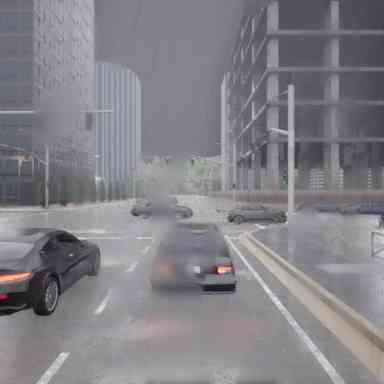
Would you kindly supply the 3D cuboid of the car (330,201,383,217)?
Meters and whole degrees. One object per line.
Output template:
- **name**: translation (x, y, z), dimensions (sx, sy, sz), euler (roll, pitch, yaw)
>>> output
- **car**: translation (15.833, 1.492, 30.215), dimensions (5.357, 1.411, 2.033), euler (0, 0, 0)

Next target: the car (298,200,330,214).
- **car**: translation (12.964, 1.508, 33.698), dimensions (4.181, 1.385, 1.994), euler (0, 0, 0)

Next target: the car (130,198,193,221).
- **car**: translation (-2.376, 1.460, 26.324), dimensions (4.902, 1.511, 2.128), euler (0, 0, -1)

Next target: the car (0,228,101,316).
- **car**: translation (-3.457, 1.526, 7.382), dimensions (1.812, 1.442, 4.674), euler (0, 0, 0)

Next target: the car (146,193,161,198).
- **car**: translation (-7.215, 1.221, 58.476), dimensions (2.150, 2.045, 5.566), euler (0, 0, 0)

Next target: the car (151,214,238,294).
- **car**: translation (0.050, 1.547, 8.900), dimensions (2.033, 1.411, 5.357), euler (0, 0, 0)

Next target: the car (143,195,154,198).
- **car**: translation (-7.212, 1.563, 49.157), dimensions (1.994, 1.385, 4.181), euler (0, 0, 0)

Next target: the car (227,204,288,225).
- **car**: translation (4.472, 1.517, 22.919), dimensions (4.181, 1.385, 1.994), euler (-1, 0, -1)
